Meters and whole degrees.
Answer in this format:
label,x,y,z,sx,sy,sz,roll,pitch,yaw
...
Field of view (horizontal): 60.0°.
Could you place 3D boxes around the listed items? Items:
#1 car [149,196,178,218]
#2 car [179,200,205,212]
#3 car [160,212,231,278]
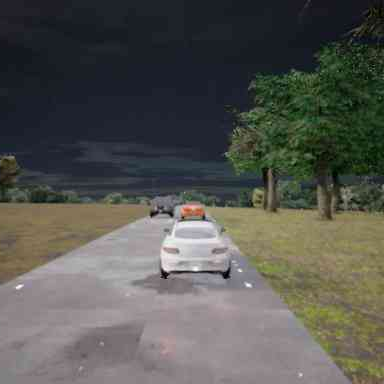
label,x,y,z,sx,sy,sz,roll,pitch,yaw
car,-2.814,1.432,32.532,2.150,2.045,5.566,0,-1,0
car,0.127,1.546,31.276,2.097,1.767,4.553,0,-1,0
car,0.089,1.550,10.107,1.812,1.442,4.674,0,0,0
